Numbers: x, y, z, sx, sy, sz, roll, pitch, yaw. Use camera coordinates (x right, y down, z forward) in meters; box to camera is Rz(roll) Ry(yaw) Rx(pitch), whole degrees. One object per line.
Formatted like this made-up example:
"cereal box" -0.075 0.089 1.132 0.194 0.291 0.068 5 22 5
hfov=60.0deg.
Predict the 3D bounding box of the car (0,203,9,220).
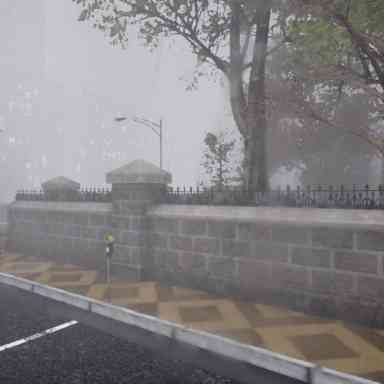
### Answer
"car" -16.401 1.694 27.438 1.837 1.490 4.892 0 -1 35
